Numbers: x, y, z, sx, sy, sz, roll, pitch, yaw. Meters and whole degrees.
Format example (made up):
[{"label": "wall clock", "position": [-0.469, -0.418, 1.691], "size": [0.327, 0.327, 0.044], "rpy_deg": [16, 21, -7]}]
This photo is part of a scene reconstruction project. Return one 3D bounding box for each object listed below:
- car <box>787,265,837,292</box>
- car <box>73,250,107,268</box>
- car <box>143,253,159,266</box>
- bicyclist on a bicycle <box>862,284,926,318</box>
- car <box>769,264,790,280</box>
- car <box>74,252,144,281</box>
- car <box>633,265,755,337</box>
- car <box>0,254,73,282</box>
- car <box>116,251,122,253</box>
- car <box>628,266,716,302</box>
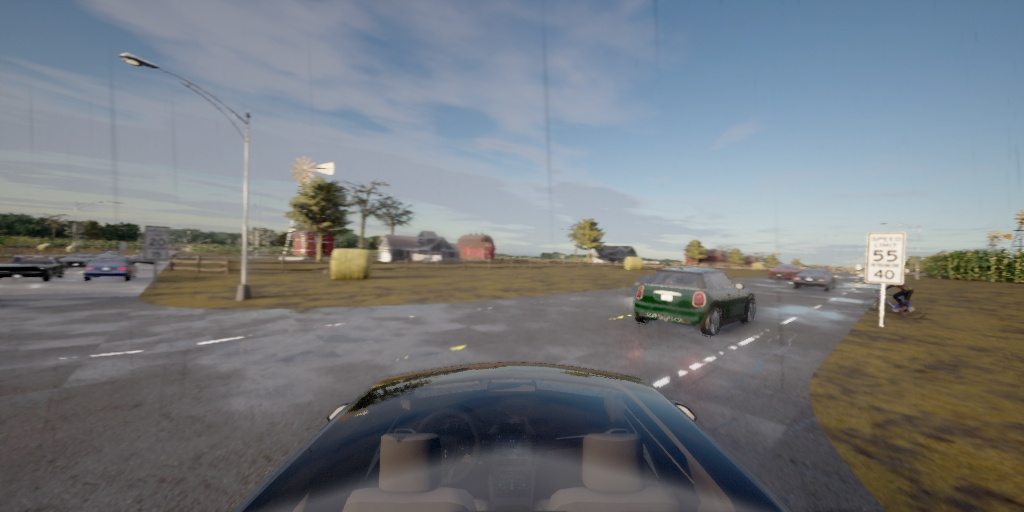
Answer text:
[{"label": "car", "position": [21.109, 1.608, 24.920], "size": [5.357, 1.411, 2.033], "rpy_deg": [1, 1, -42]}, {"label": "car", "position": [-34.449, 0.426, 28.755], "size": [1.994, 1.385, 4.181], "rpy_deg": [3, -1, -41]}, {"label": "car", "position": [-40.440, 0.356, 39.543], "size": [1.994, 1.385, 4.181], "rpy_deg": [3, -1, -43]}, {"label": "bicyclist on a bicycle", "position": [14.327, 1.480, 13.498], "size": [0.582, 1.620, 1.656], "rpy_deg": [1, 0, -42]}, {"label": "car", "position": [26.534, 1.554, 34.761], "size": [5.008, 1.535, 1.882], "rpy_deg": [2, 1, -42]}, {"label": "car", "position": [-23.847, 0.703, 21.416], "size": [2.033, 1.411, 5.357], "rpy_deg": [3, -1, -43]}, {"label": "car", "position": [5.645, 1.144, 10.871], "size": [4.553, 1.767, 2.097], "rpy_deg": [1, 1, -42]}, {"label": "car", "position": [-25.906, 0.654, 19.347], "size": [1.895, 1.301, 4.718], "rpy_deg": [3, -1, -42]}, {"label": "car", "position": [-44.937, 0.133, 40.214], "size": [2.128, 1.511, 4.902], "rpy_deg": [3, -1, -42]}, {"label": "car", "position": [8.295, 1.296, 18.282], "size": [5.357, 1.411, 2.033], "rpy_deg": [1, 1, -42]}]
